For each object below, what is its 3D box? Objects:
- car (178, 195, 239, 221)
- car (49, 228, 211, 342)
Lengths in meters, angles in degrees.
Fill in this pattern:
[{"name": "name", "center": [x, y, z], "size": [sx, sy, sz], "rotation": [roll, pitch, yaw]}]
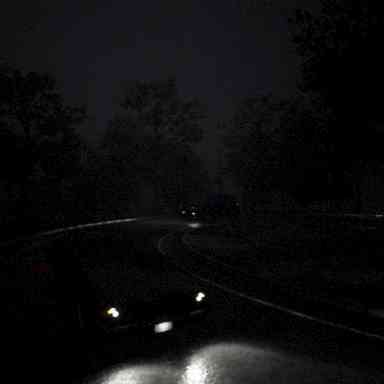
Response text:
[{"name": "car", "center": [1.452, 1.227, 27.251], "size": [5.566, 2.045, 2.150], "rotation": [1, -1, -40]}, {"name": "car", "center": [-1.766, 1.522, 7.026], "size": [2.033, 1.411, 5.357], "rotation": [1, 0, -31]}]
